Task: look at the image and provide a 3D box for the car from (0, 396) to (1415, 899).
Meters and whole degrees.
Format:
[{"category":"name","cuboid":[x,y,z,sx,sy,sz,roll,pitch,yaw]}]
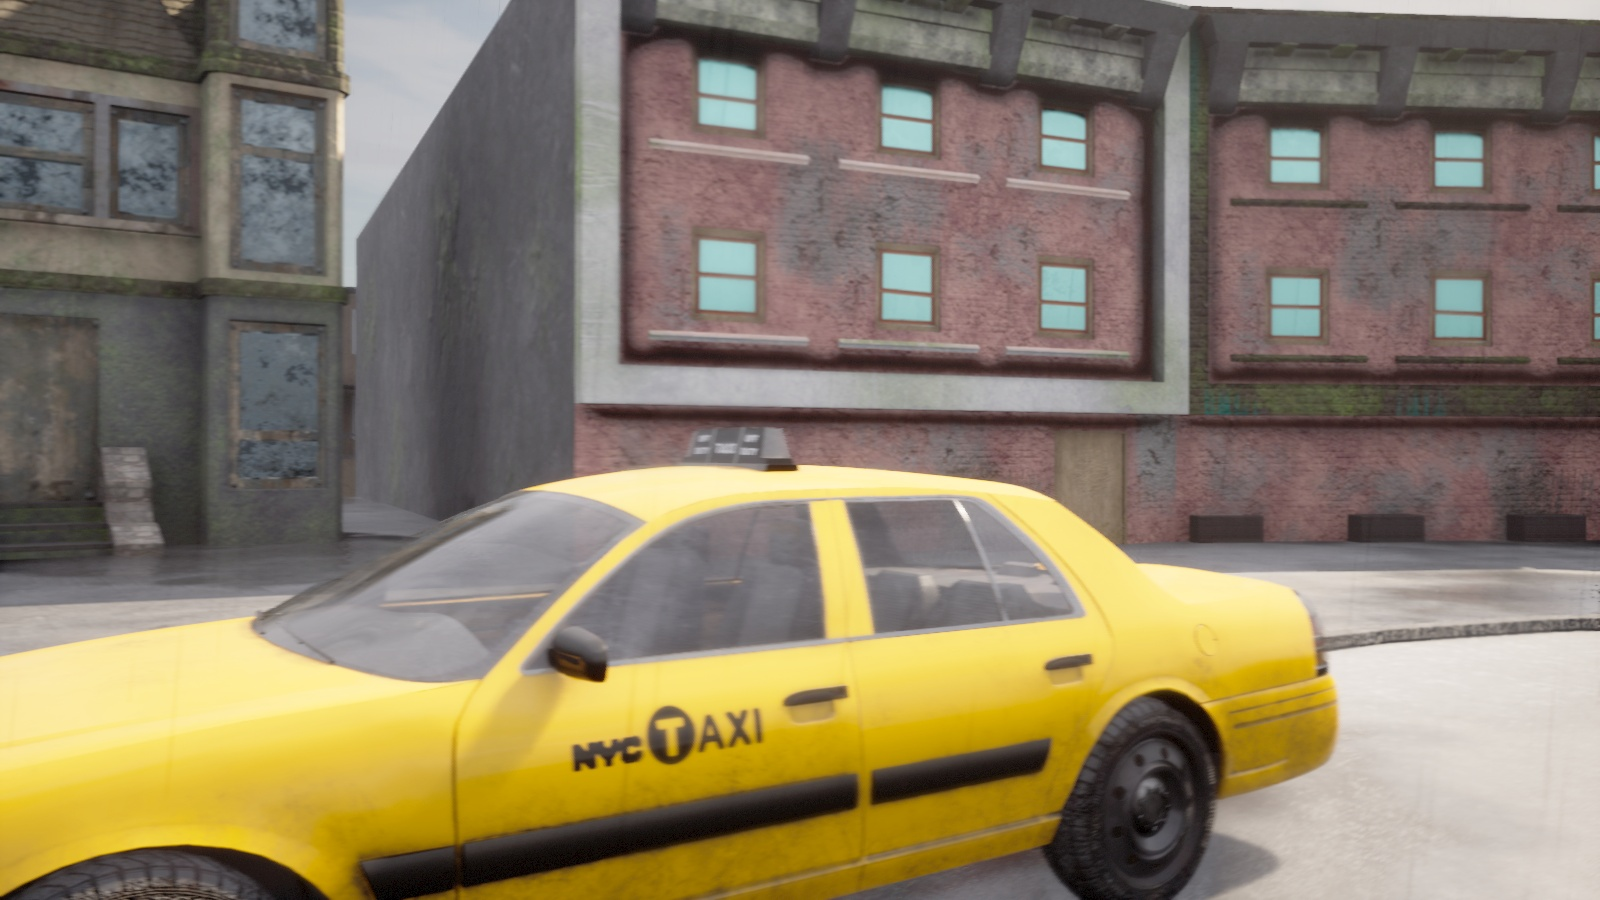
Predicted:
[{"category":"car","cuboid":[-0.333,0.695,4.084,5.366,1.575,1.801,0,0,-35]}]
